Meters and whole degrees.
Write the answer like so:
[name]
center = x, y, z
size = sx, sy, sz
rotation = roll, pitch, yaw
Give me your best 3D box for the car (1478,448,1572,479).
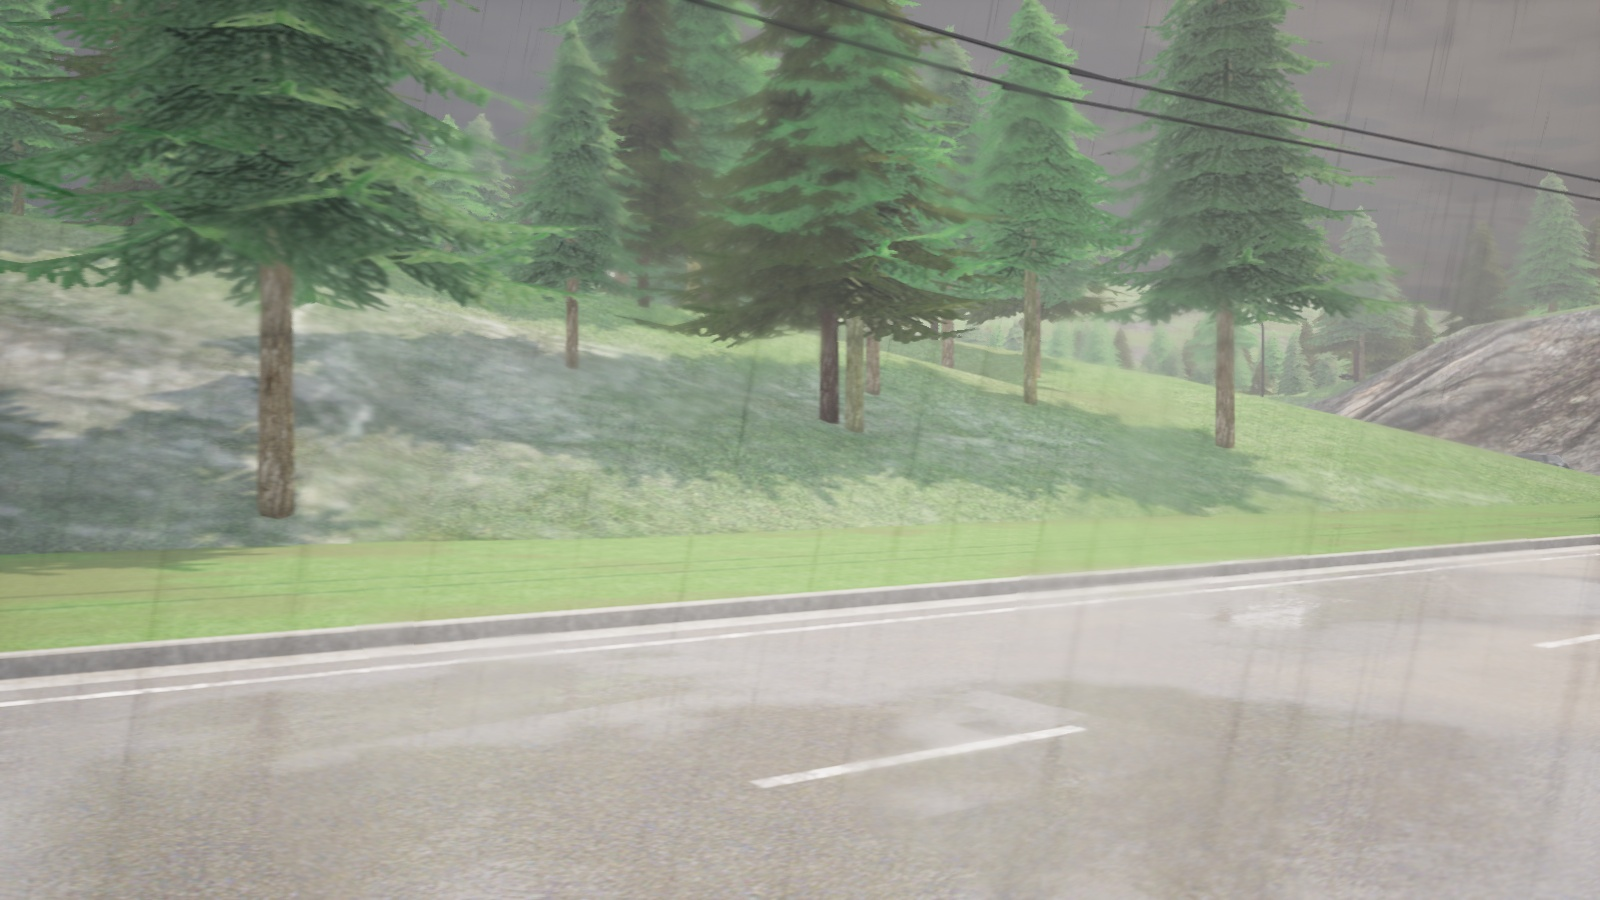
[car]
center = 43.477, 0.785, 75.393
size = 2.097, 1.767, 4.553
rotation = 0, 0, -23
